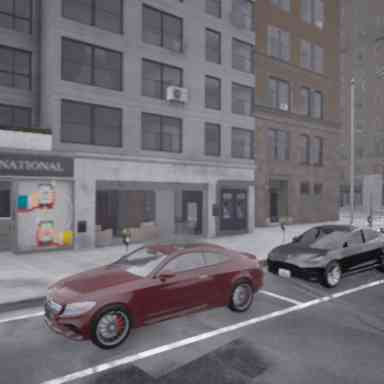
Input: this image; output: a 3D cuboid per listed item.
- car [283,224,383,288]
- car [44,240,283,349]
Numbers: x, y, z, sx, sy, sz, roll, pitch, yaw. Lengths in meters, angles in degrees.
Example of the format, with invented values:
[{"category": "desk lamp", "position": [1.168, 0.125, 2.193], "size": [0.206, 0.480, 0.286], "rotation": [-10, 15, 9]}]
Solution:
[{"category": "car", "position": [4.045, 1.622, 9.409], "size": [4.313, 1.339, 1.947], "rotation": [0, 0, -35]}, {"category": "car", "position": [-0.456, 1.602, 6.205], "size": [4.206, 1.307, 1.802], "rotation": [0, 0, -35]}]
